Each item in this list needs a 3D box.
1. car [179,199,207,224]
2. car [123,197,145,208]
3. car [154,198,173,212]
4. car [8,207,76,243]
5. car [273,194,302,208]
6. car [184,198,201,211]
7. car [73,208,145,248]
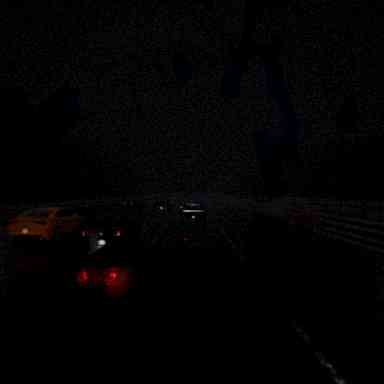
[{"bbox_3d":[0.098,1.490,24.877,2.128,1.511,4.902,0,0,0],"label":"car"},{"bbox_3d":[-6.905,1.359,39.961,2.097,1.767,4.553,0,0,0],"label":"car"},{"bbox_3d":[-3.405,1.510,39.515,1.837,1.490,4.892,0,0,0],"label":"car"},{"bbox_3d":[-6.896,1.451,16.230,1.882,1.535,5.008,1,0,0],"label":"car"},{"bbox_3d":[14.497,1.343,50.744,2.150,2.045,5.566,0,0,-15],"label":"car"},{"bbox_3d":[0.098,1.554,42.909,2.033,1.411,5.357,0,0,0],"label":"car"},{"bbox_3d":[-3.397,1.597,14.776,1.895,1.301,4.718,0,0,0],"label":"car"}]
